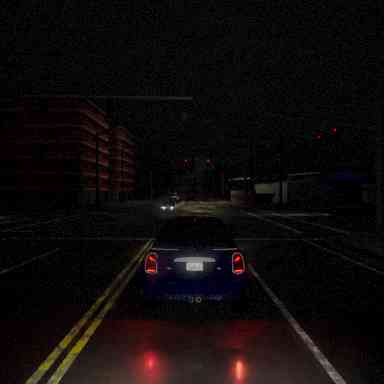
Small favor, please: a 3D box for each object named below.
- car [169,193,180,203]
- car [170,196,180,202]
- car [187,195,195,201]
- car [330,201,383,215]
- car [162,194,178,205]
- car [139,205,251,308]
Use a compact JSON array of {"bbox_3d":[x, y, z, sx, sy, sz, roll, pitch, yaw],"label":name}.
[{"bbox_3d":[-3.699,1.221,63.748,2.150,2.045,5.566,0,0,0],"label":"car"},{"bbox_3d":[-3.673,1.540,74.222,2.033,1.411,5.357,0,0,0],"label":"car"},{"bbox_3d":[-0.189,1.500,81.242,1.837,1.490,4.892,0,0,0],"label":"car"},{"bbox_3d":[16.390,1.601,33.161,4.718,1.301,1.895,0,0,0],"label":"car"},{"bbox_3d":[-3.719,1.547,53.458,2.033,1.411,5.357,0,0,0],"label":"car"},{"bbox_3d":[0.056,1.352,8.074,2.097,1.767,4.553,0,0,0],"label":"car"}]
